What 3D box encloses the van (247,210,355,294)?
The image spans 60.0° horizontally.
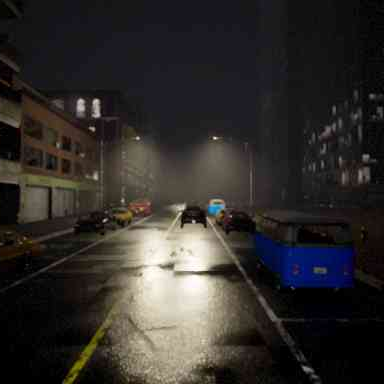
[{"bbox_3d":[2.711,1.438,8.848,1.690,1.788,3.998,1,-1,0],"label":"van"}]

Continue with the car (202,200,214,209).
[{"bbox_3d":[2.742,2.190,58.969,1.887,1.381,4.507,1,-1,0],"label":"car"}]

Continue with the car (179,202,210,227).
[{"bbox_3d":[0.118,1.778,25.069,1.837,1.490,4.892,0,0,0],"label":"car"}]

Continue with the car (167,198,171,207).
[{"bbox_3d":[-5.634,2.288,64.546,1.802,1.307,4.206,1,-1,0],"label":"car"}]

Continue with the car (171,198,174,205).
[{"bbox_3d":[-5.625,2.375,75.685,1.887,1.381,4.507,1,-1,0],"label":"car"}]

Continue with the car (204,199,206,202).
[{"bbox_3d":[2.739,2.111,53.570,1.752,1.417,4.829,1,-1,0],"label":"car"}]

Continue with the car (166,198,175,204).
[{"bbox_3d":[-5.616,2.394,86.825,1.967,1.590,4.097,1,-1,0],"label":"car"}]

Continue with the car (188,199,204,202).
[{"bbox_3d":[0.130,1.832,43.982,2.097,1.767,4.553,0,-1,0],"label":"car"}]

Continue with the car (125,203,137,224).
[{"bbox_3d":[-5.661,1.801,25.391,1.752,1.417,4.829,1,-1,0],"label":"car"}]

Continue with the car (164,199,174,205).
[{"bbox_3d":[-5.622,2.458,81.254,1.947,1.339,4.313,1,-1,0],"label":"car"}]

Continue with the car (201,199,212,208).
[{"bbox_3d":[2.748,2.147,64.540,1.967,1.590,4.097,1,-1,0],"label":"car"}]

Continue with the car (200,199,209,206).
[{"bbox_3d":[2.755,2.375,75.677,1.887,1.381,4.507,1,-1,0],"label":"car"}]

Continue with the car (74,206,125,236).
[{"bbox_3d":[-5.665,1.768,19.990,2.008,1.369,4.403,1,-1,0],"label":"car"}]

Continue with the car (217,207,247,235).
[{"bbox_3d":[2.715,1.800,19.983,1.802,1.307,4.206,1,-1,0],"label":"car"}]

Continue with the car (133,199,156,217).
[{"bbox_3d":[-5.650,1.714,36.701,2.192,1.841,5.009,1,-1,0],"label":"car"}]

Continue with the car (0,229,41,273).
[{"bbox_3d":[-5.672,1.620,8.683,1.752,1.417,4.829,1,-1,0],"label":"car"}]

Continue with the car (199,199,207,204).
[{"bbox_3d":[2.762,2.505,86.816,2.008,1.369,4.403,1,-1,0],"label":"car"}]

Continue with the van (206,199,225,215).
[{"bbox_3d":[2.730,1.741,36.695,1.690,1.788,3.998,1,-1,0],"label":"van"}]

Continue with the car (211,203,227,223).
[{"bbox_3d":[2.720,1.805,25.722,1.752,1.417,4.829,1,-1,0],"label":"car"}]

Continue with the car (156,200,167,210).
[{"bbox_3d":[-5.642,2.128,53.407,1.887,1.381,4.507,1,-1,0],"label":"car"}]
